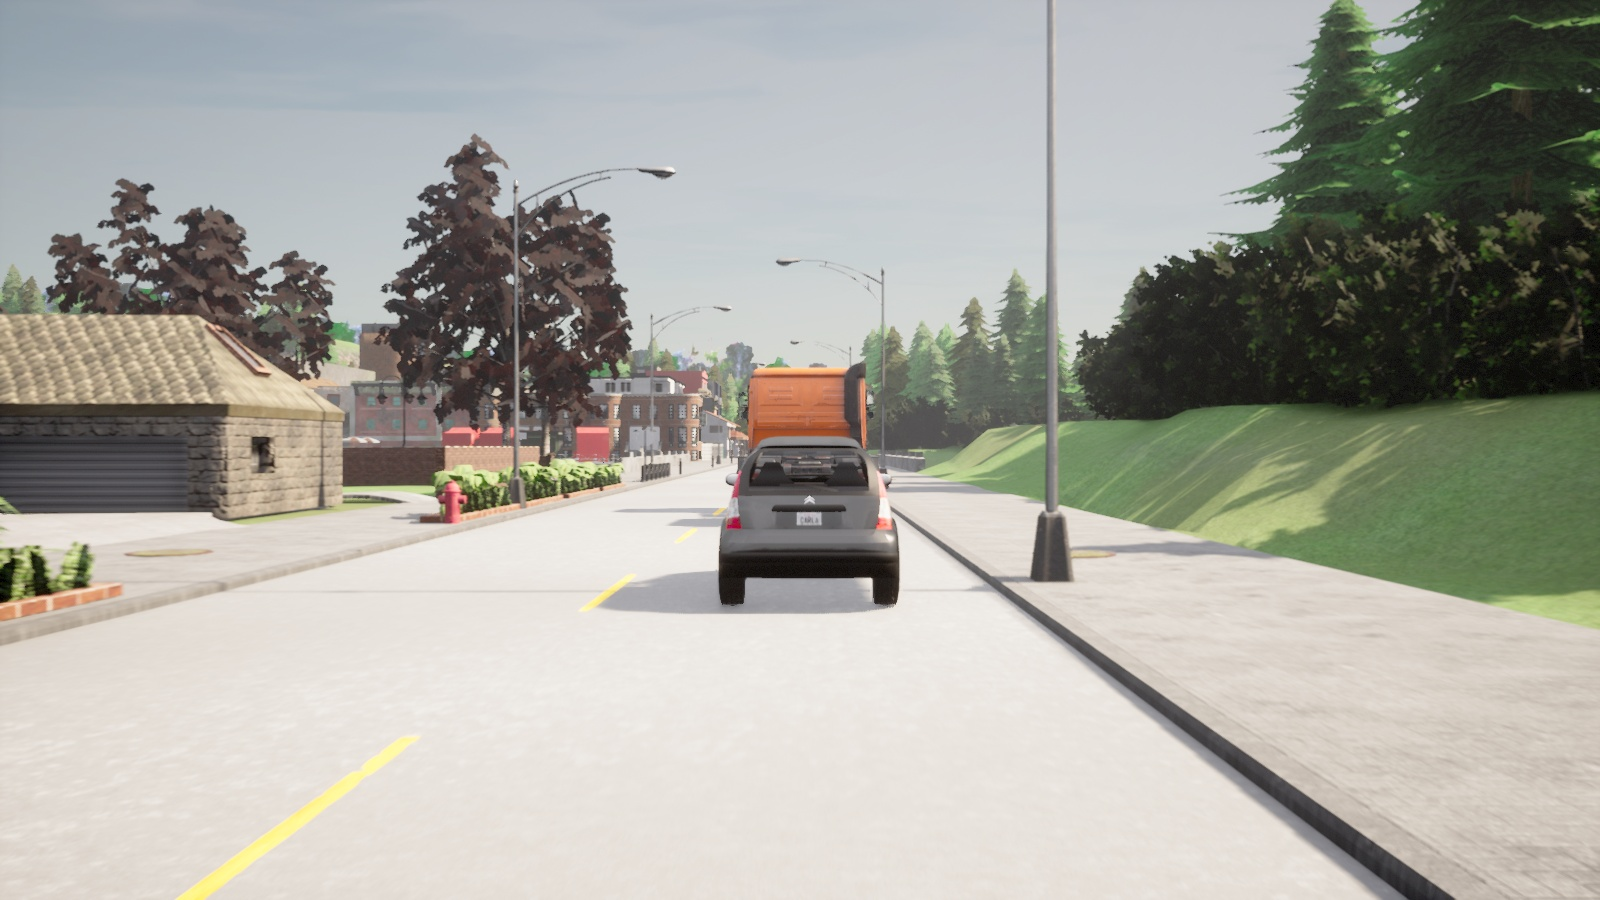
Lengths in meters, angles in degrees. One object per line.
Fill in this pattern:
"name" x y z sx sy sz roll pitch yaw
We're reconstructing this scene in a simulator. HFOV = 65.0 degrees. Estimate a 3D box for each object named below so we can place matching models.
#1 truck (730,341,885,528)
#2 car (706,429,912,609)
"truck" 0.158 -0.293 27.287 2.891 3.462 7.936 0 0 0
"car" 0.089 0.617 13.276 1.851 1.617 3.988 0 0 0
